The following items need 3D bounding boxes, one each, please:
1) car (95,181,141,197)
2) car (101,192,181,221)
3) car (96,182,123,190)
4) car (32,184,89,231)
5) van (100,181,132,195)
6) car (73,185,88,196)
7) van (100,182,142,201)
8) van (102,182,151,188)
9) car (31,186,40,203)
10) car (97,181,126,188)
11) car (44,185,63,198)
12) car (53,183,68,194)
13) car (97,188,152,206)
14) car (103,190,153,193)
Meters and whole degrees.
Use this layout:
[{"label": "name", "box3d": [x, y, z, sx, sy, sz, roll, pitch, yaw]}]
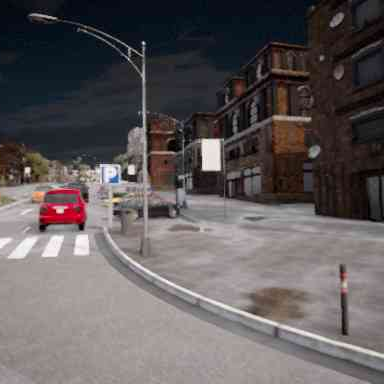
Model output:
[{"label": "car", "box3d": [-9.975, -0.405, 45.142, 5.566, 2.045, 2.435, -1, 3, -37]}, {"label": "car", "box3d": [-3.012, 0.972, 21.821, 4.892, 1.521, 2.231, -1, 3, -36]}, {"label": "car", "box3d": [-17.027, -1.274, 68.450, 4.892, 1.521, 2.231, -1, 3, -37]}, {"label": "car", "box3d": [-6.978, 0.845, 18.217, 2.150, 2.045, 5.566, 0, 3, -17]}, {"label": "van", "box3d": [-11.654, -0.661, 51.024, 4.442, 1.987, 1.878, -1, 3, -36]}, {"label": "car", "box3d": [-15.889, -0.264, 47.431, 1.812, 1.442, 4.674, 0, 3, -16]}, {"label": "van", "box3d": [-8.337, -0.096, 39.221, 4.442, 1.987, 1.878, -1, 3, -37]}, {"label": "van", "box3d": [-5.530, 0.323, 30.625, 4.442, 1.987, 1.878, -1, 3, -37]}, {"label": "car", "box3d": [-15.386, 0.148, 34.780, 2.097, 1.767, 4.553, 0, 3, -17]}, {"label": "car", "box3d": [-6.515, 0.159, 33.444, 5.566, 2.045, 2.435, -1, 3, -37]}, {"label": "car", "box3d": [-18.362, -0.139, 44.300, 1.812, 1.442, 4.674, 0, 3, -16]}, {"label": "car", "box3d": [-21.058, -0.591, 53.259, 1.837, 1.490, 4.892, 0, 3, -17]}, {"label": "car", "box3d": [-4.900, 0.689, 27.536, 5.366, 1.575, 1.946, -1, 3, -36]}, {"label": "car", "box3d": [-3.877, 0.871, 24.736, 4.674, 1.452, 2.002, -1, 3, -36]}]
